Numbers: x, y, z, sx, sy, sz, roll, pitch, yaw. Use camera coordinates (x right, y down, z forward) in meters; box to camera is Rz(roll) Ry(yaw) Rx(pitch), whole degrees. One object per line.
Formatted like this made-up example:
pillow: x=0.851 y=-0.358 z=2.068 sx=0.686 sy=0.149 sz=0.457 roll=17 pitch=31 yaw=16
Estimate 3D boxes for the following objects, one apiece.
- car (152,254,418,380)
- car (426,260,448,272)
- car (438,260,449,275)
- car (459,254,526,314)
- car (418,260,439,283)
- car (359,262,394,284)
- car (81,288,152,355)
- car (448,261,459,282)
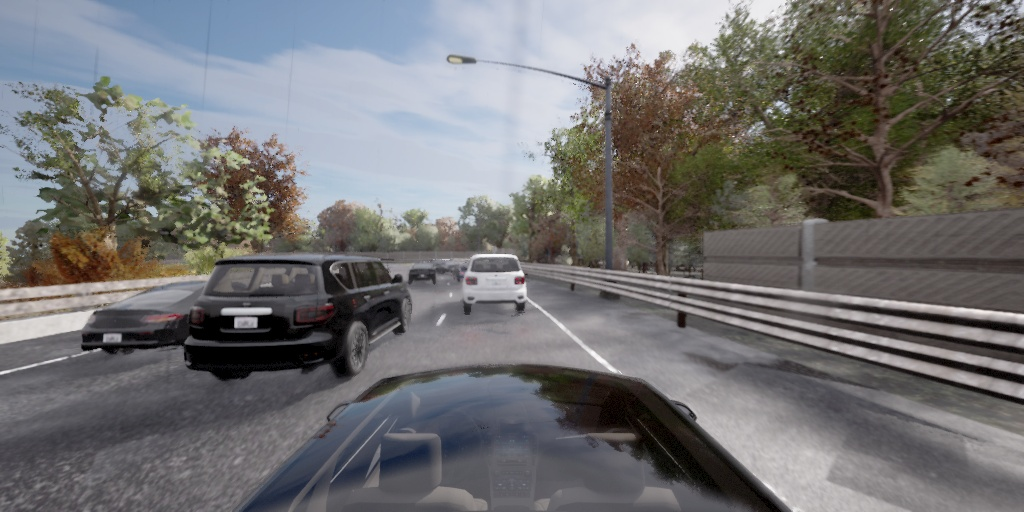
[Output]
car: x=-3.701 y=0.985 z=7.487 sx=2.150 sy=2.045 sz=5.566 roll=0 pitch=0 yaw=-3
car: x=-9.928 y=1.271 z=47.156 sx=1.837 sy=1.490 sz=4.892 roll=0 pitch=1 yaw=-24
car: x=-7.035 y=1.281 z=39.755 sx=1.812 sy=1.442 sz=4.674 roll=0 pitch=0 yaw=-20
car: x=-0.799 y=0.965 z=14.063 sx=2.150 sy=2.045 sz=5.566 roll=0 pitch=0 yaw=-6
car: x=-6.839 y=1.241 z=27.512 sx=1.882 sy=1.535 sz=5.008 roll=0 pitch=0 yaw=-13
car: x=-10.795 y=1.272 z=28.901 sx=2.128 sy=1.511 sz=4.902 roll=0 pitch=0 yaw=-15
car: x=-7.325 y=1.305 z=8.714 sx=1.812 sy=1.442 sz=4.674 roll=0 pitch=0 yaw=-4
car: x=-3.760 y=1.295 z=29.345 sx=2.033 sy=1.411 sz=5.357 roll=0 pitch=0 yaw=-14
